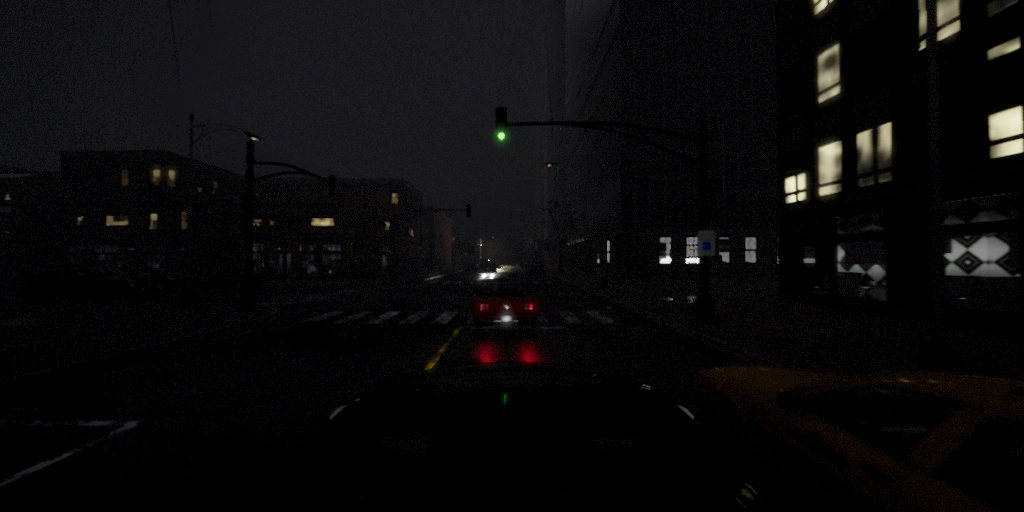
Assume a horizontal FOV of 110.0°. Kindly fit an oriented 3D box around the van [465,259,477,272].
[{"bbox_3d":[-5.700,1.357,50.923,1.690,1.789,3.998,0,0,0],"label":"van"}]

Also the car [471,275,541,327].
[{"bbox_3d":[-0.381,1.405,11.818,1.895,1.301,4.718,0,0,-6],"label":"car"}]

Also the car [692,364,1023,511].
[{"bbox_3d":[2.828,1.277,2.064,1.751,1.417,4.829,0,0,0],"label":"car"}]

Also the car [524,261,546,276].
[{"bbox_3d":[2.683,1.396,39.841,1.967,1.591,4.097,0,0,0],"label":"car"}]

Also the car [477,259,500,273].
[{"bbox_3d":[-3.094,1.493,48.266,2.128,1.511,4.902,0,0,0],"label":"car"}]

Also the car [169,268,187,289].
[{"bbox_3d":[-24.964,1.601,25.030,4.097,1.591,1.967,0,0,1],"label":"car"}]

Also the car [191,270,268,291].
[{"bbox_3d":[-19.417,1.674,24.960,4.313,1.339,1.948,0,0,1],"label":"car"}]

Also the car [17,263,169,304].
[{"bbox_3d":[-19.521,1.249,16.582,5.009,1.841,2.192,0,0,1],"label":"car"}]
